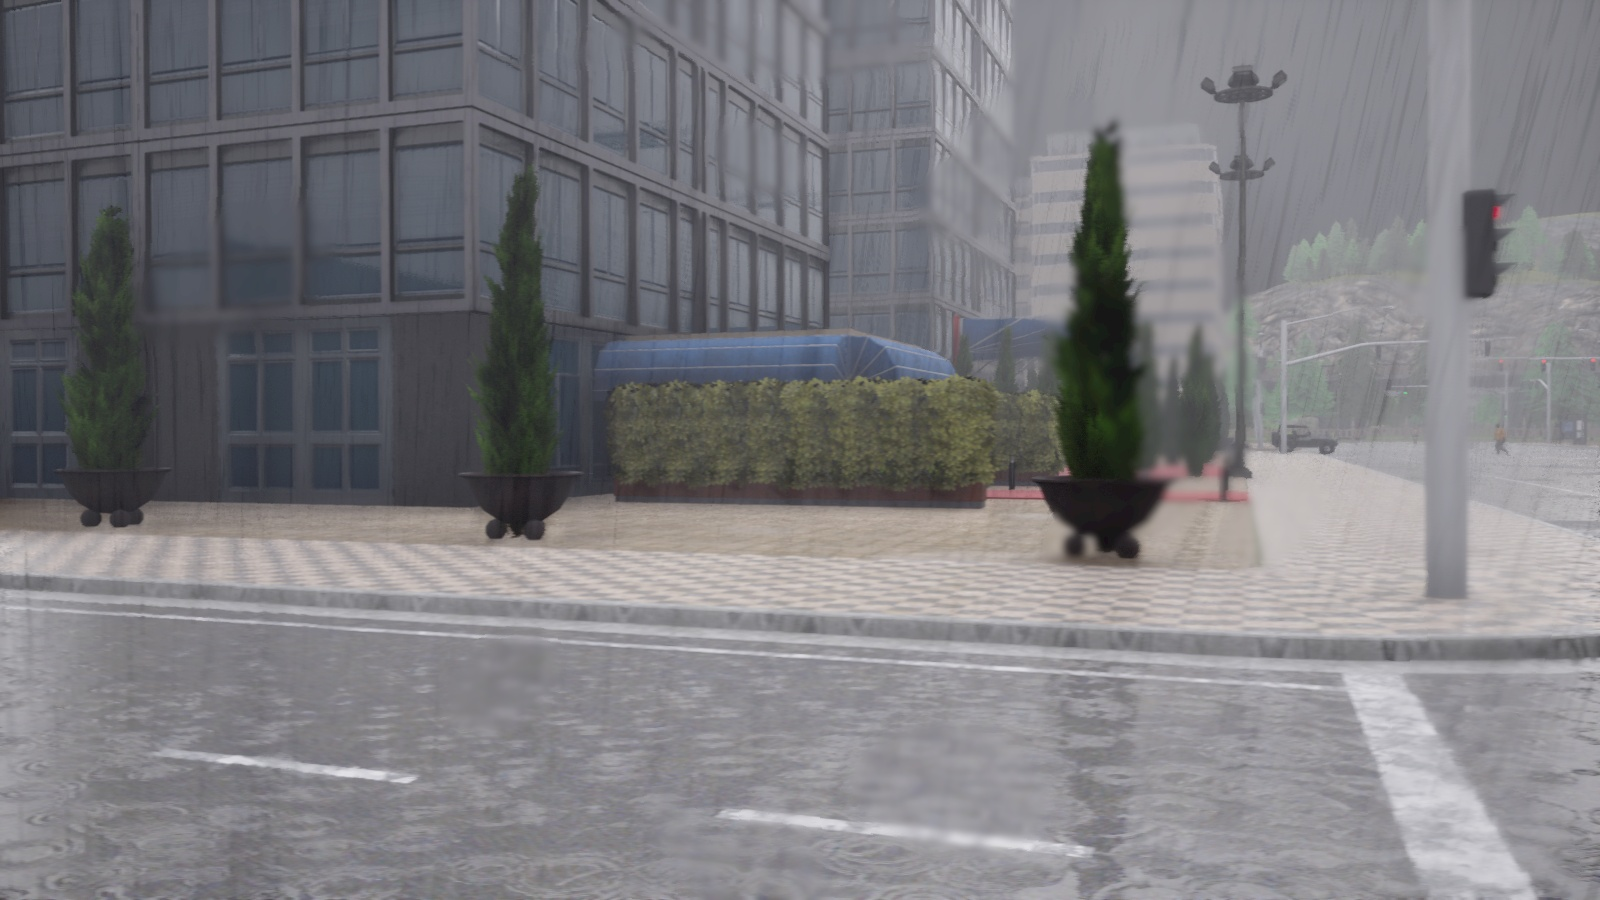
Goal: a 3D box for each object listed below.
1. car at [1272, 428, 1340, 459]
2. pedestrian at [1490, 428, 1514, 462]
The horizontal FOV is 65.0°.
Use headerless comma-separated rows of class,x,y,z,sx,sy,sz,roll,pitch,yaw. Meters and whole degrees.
car,31.590,-0.437,78.548,3.866,1.878,1.905,1,1,20
pedestrian,38.694,-0.288,69.237,0.900,1.855,0.874,0,1,8
